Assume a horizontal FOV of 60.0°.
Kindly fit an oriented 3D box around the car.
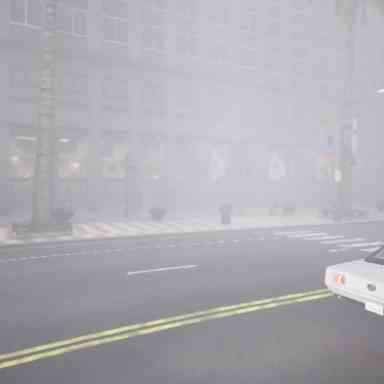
[{"bbox_3d":[4.902,1.547,6.217,4.718,1.301,1.895,0,1,-25],"label":"car"}]
